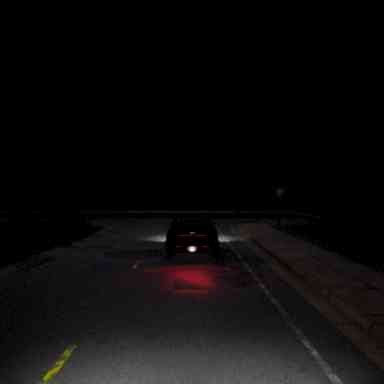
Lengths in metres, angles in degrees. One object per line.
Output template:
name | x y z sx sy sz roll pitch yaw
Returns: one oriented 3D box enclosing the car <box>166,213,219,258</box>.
car | 0.018 1.600 13.123 1.837 1.490 4.892 0 0 0
